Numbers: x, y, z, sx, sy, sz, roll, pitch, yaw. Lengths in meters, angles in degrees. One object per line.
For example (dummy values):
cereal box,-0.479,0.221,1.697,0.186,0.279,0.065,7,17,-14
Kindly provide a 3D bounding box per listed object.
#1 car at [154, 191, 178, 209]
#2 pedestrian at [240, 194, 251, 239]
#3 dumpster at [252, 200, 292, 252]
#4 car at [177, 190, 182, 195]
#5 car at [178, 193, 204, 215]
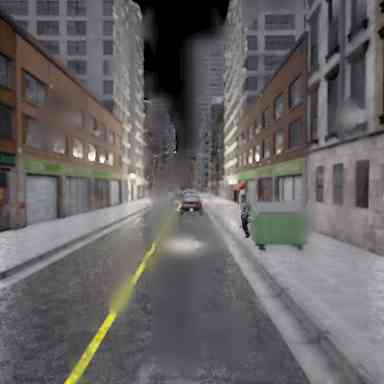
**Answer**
car,-2.951,0.977,35.874,2.128,1.511,4.902,0,1,0
pedestrian,2.124,0.945,13.345,0.375,1.860,0.375,-1,1,-14
dumpster,2.977,1.208,12.560,1.020,1.700,1.940,0,1,0
car,-2.983,0.389,76.083,1.837,1.490,4.892,0,1,0
car,-0.032,1.094,28.335,1.837,1.490,4.892,0,1,0
